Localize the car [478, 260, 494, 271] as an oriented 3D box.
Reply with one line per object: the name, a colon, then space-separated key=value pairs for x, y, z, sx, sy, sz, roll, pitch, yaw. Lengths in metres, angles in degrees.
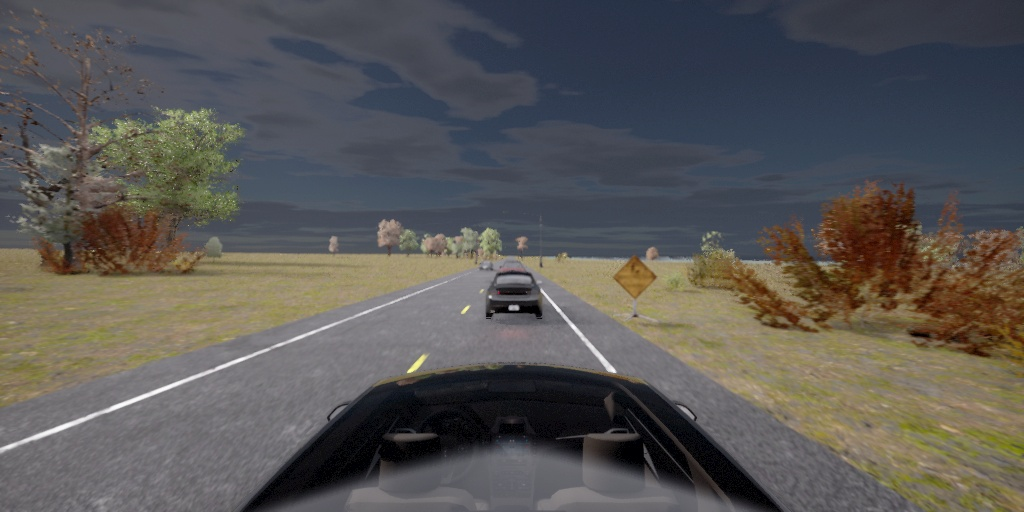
car: x=-3.583 y=1.355 z=50.402 sx=2.128 sy=1.511 sz=4.902 roll=0 pitch=0 yaw=0

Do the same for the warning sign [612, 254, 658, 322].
warning sign: x=3.550 y=0.885 z=10.360 sx=1.300 sy=1.860 sz=1.060 roll=0 pitch=0 yaw=0

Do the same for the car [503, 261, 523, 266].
car: x=0.068 y=1.160 z=27.659 sx=2.097 sy=1.767 sz=4.553 roll=0 pitch=0 yaw=0

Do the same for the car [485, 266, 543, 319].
car: x=0.072 y=1.281 z=12.990 sx=1.837 sy=1.490 sz=4.892 roll=0 pitch=0 yaw=0
